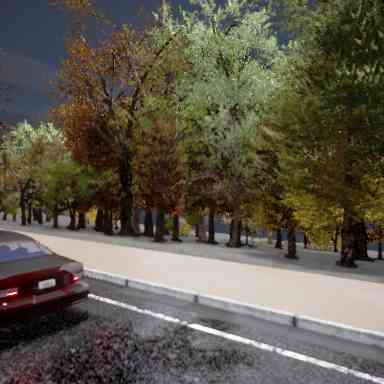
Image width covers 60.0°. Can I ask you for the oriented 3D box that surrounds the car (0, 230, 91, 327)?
[{"bbox_3d":[-4.367,1.517,6.829,5.357,1.411,2.033,0,0,36],"label":"car"}]
